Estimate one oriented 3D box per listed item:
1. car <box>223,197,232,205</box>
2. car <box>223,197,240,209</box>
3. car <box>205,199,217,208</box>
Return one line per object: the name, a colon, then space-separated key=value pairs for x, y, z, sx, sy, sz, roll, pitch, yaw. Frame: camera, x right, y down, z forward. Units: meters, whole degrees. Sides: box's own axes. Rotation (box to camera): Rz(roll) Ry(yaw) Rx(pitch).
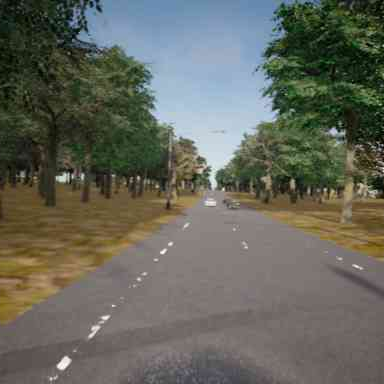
car: x=7.737 y=1.905 z=72.971 sx=1.837 sy=1.490 sz=4.892 roll=2 pitch=1 yaw=3
car: x=6.691 y=2.000 z=53.981 sx=2.128 sy=1.511 sz=4.902 roll=2 pitch=0 yaw=3
car: x=3.276 y=1.888 z=57.918 sx=1.812 sy=1.442 sz=4.674 roll=2 pitch=0 yaw=4
